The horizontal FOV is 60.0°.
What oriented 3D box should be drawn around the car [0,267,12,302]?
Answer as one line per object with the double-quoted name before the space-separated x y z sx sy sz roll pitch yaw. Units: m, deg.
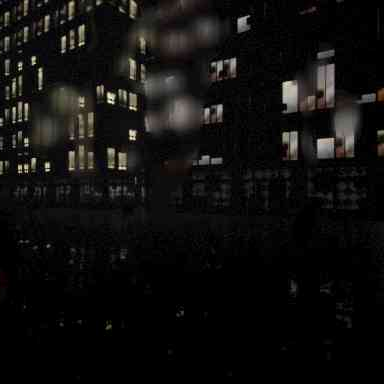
"car" -5.559 1.526 6.817 4.829 1.417 1.752 0 0 35
